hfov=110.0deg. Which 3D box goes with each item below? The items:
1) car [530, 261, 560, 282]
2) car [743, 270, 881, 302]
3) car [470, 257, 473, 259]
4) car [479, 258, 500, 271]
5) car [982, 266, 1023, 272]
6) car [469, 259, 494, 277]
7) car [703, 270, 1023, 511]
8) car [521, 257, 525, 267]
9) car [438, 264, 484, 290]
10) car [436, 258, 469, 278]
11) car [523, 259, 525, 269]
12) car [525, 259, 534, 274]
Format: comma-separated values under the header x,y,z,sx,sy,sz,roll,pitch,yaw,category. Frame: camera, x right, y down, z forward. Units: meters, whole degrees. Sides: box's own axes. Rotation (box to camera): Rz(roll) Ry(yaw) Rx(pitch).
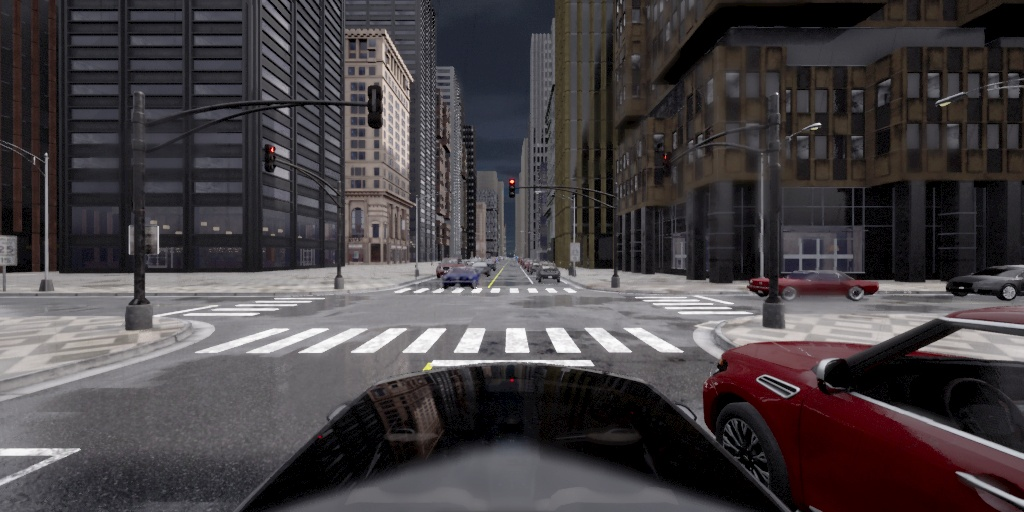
x,y,z,sx,sy,sz,roll,pitch,yaw,category
2.772,1.301,28.188,2.007,1.370,4.403,0,0,0,car
13.524,1.314,16.361,4.718,1.301,1.895,0,0,0,car
-5.749,1.193,39.464,1.967,1.591,4.097,0,0,0,car
-3.078,1.303,48.374,2.033,1.411,5.357,0,0,0,car
22.959,1.197,16.404,4.892,1.490,1.837,0,0,0,car
-3.091,1.278,35.026,1.812,1.442,4.674,0,0,0,car
2.762,1.065,1.215,2.192,1.841,5.009,0,0,0,car
2.782,1.198,56.391,1.967,1.591,4.097,0,0,0,car
-3.092,1.350,22.560,1.895,1.301,4.718,0,0,0,car
-5.751,1.067,33.822,2.192,1.841,5.009,0,0,0,car
2.778,1.300,45.110,1.888,1.381,4.507,0,0,0,car
2.776,1.304,39.469,2.007,1.370,4.403,0,0,0,car
